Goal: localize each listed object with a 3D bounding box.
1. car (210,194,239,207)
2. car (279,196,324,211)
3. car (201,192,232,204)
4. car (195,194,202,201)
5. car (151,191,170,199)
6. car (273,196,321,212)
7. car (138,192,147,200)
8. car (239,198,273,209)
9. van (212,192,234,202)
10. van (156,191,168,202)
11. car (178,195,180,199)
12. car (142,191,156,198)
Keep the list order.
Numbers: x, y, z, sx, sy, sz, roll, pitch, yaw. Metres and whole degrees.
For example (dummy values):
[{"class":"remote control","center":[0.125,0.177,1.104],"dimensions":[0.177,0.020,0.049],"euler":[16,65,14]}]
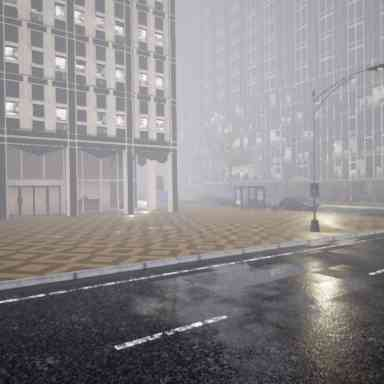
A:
[{"class":"car","center":[4.901,1.316,45.049],"dimensions":[1.947,1.339,4.313],"euler":[-1,1,-34]},{"class":"car","center":[12.571,1.299,38.542],"dimensions":[1.837,1.490,4.892],"euler":[-1,2,-35]},{"class":"car","center":[3.931,1.182,51.127],"dimensions":[1.812,1.442,4.674],"euler":[-1,1,-34]},{"class":"car","center":[2.192,1.038,63.874],"dimensions":[1.802,1.307,4.206],"euler":[-1,1,-35]},{"class":"car","center":[-7.469,0.610,77.921],"dimensions":[2.192,1.841,5.009],"euler":[-1,1,-35]},{"class":"car","center":[11.279,1.420,35.638],"dimensions":[1.947,1.339,4.313],"euler":[-1,1,-35]},{"class":"car","center":[-11.155,1.035,68.494],"dimensions":[2.008,1.369,4.403],"euler":[0,1,-35]},{"class":"car","center":[8.073,1.384,40.333],"dimensions":[1.802,1.307,4.206],"euler":[-1,1,-34]},{"class":"van","center":[5.411,0.850,59.188],"dimensions":[1.690,1.788,3.998],"euler":[-1,1,-35]},{"class":"van","center":[-4.714,0.933,59.125],"dimensions":[1.690,1.788,3.998],"euler":[0,1,-34]},{"class":"car","center":[-4.248,0.931,73.242],"dimensions":[1.802,1.307,4.206],"euler":[-1,1,-35]},{"class":"car","center":[-10.689,0.681,82.606],"dimensions":[1.967,1.590,4.097],"euler":[0,1,-34]}]
